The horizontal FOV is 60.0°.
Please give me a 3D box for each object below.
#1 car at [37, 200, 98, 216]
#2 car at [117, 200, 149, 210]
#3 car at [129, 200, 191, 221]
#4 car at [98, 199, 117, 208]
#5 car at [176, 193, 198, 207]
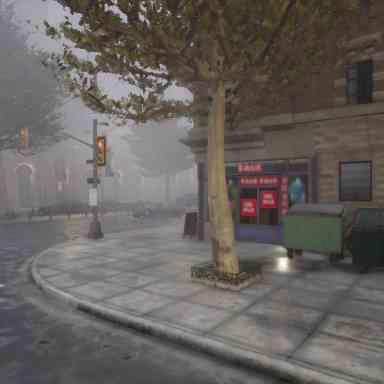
[{"bbox_3d":[-12.471,1.551,33.121,2.033,1.411,5.357,0,0,36],"label":"car"},{"bbox_3d":[-6.575,1.604,41.205,1.895,1.301,4.718,0,0,36],"label":"car"},{"bbox_3d":[-2.490,1.603,26.927,1.895,1.301,4.718,0,0,36],"label":"car"},{"bbox_3d":[-11.974,1.599,45.088,1.895,1.301,4.718,0,0,36],"label":"car"},{"bbox_3d":[-0.236,1.225,49.875,2.150,2.045,5.566,0,0,36],"label":"car"}]
